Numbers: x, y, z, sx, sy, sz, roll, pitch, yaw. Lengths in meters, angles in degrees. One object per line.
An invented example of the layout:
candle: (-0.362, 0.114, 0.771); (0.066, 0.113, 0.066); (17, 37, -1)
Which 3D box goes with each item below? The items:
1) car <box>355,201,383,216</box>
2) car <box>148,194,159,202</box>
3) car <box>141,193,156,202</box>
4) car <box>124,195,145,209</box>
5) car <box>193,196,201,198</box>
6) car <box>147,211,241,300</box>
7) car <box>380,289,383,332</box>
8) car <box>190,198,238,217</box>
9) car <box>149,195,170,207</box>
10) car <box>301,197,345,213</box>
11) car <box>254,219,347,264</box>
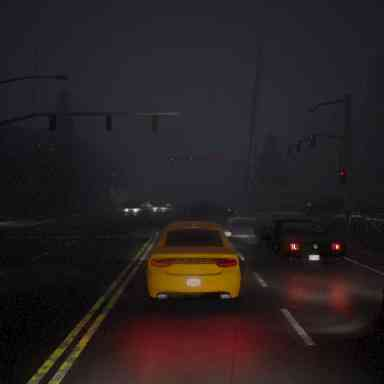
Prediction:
car: (18.772, 1.547, 32.200); (5.357, 1.411, 2.033); (0, 0, -2)
car: (-8.915, 1.343, 77.187); (2.097, 1.767, 4.553); (0, 0, -1)
car: (-8.572, 1.223, 61.749); (2.150, 2.045, 5.566); (0, 0, -1)
car: (-8.209, 1.564, 46.436); (1.994, 1.385, 4.181); (0, 0, -1)
car: (1.303, 1.595, 88.213); (1.895, 1.301, 4.718); (0, 0, -1)
car: (0.034, 1.478, 8.477); (1.882, 1.535, 5.008); (0, 0, 0)
car: (3.597, 1.478, 2.711); (1.882, 1.535, 5.008); (0, 0, 0)
car: (1.936, 1.526, 30.292); (4.674, 1.442, 1.812); (0, 1, 35)
car: (-4.794, 1.563, 49.747); (1.994, 1.385, 4.181); (0, 0, -2)
car: (14.082, 1.352, 35.565); (4.553, 1.767, 2.097); (0, 0, -2)
car: (3.502, 1.601, 11.801); (1.895, 1.301, 4.718); (0, 0, -1)
